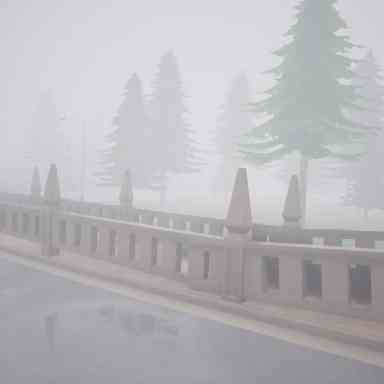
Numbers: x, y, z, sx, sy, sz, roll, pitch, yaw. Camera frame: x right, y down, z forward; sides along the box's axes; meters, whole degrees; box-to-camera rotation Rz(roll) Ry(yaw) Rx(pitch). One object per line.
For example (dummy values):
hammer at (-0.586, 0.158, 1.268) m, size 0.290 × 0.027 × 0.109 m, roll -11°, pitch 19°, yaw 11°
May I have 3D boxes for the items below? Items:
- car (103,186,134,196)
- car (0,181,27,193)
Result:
car at (-9.997, -0.357, 46.254) m, size 2.097 × 1.767 × 4.553 m, roll 4°, pitch 3°, yaw 37°
car at (-21.248, -0.473, 37.408) m, size 1.882 × 1.535 × 5.008 m, roll 4°, pitch 3°, yaw 37°
